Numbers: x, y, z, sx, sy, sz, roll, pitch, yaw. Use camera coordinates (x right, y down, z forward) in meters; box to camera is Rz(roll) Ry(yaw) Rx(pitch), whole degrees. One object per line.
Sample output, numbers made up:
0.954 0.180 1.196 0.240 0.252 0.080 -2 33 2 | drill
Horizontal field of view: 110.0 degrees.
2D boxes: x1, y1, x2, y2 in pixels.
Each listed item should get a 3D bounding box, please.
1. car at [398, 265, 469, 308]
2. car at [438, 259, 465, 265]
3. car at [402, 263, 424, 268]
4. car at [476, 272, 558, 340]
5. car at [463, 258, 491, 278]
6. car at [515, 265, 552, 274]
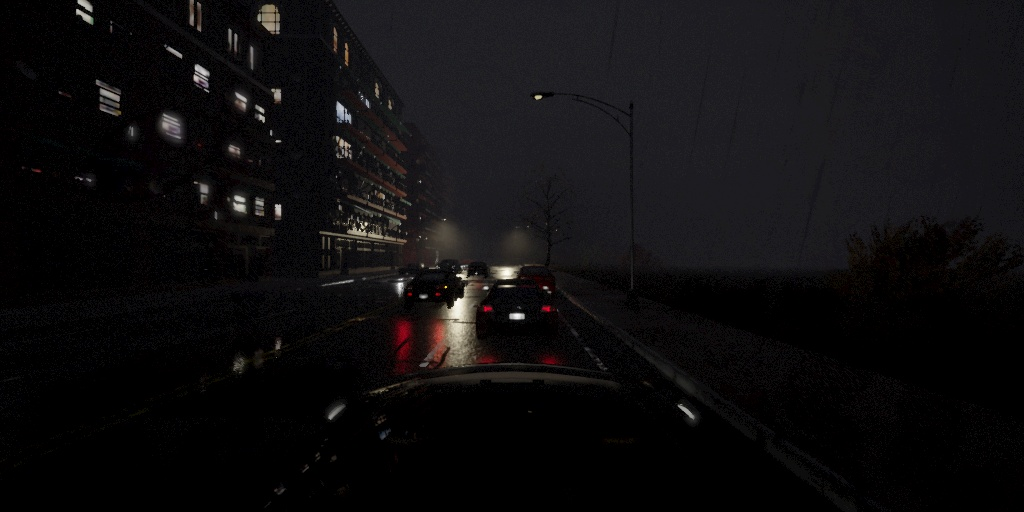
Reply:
-3.139 1.278 15.054 1.812 1.442 4.674 0 0 0 | car
-6.567 1.104 37.308 2.097 1.767 4.553 0 0 0 | car
-9.819 1.353 35.777 1.895 1.301 4.718 0 0 0 | car
0.109 1.315 9.996 1.994 1.385 4.181 0 0 0 | car
-3.120 1.258 33.757 1.837 1.490 4.892 0 0 0 | car
1.153 1.230 18.916 1.882 1.535 5.008 0 0 0 | car
